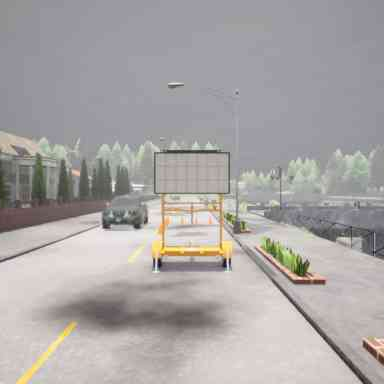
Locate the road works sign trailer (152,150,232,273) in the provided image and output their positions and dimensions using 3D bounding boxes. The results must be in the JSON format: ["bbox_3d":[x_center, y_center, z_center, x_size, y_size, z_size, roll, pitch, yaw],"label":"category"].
[{"bbox_3d":[0.003,0.464,10.659,2.380,3.560,2.880,0,0,0],"label":"road works sign trailer"}]

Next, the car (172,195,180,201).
[{"bbox_3d":[-3.982,1.548,85.284,2.033,1.411,5.357,0,0,0],"label":"car"}]

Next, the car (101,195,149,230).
[{"bbox_3d":[-4.096,1.221,21.288,2.150,2.045,5.566,0,0,0],"label":"car"}]
